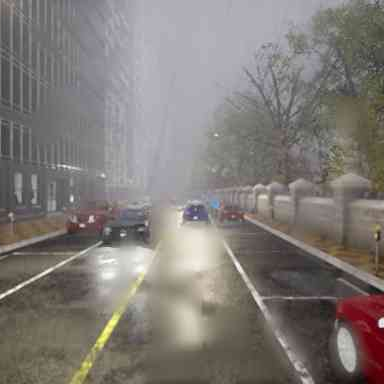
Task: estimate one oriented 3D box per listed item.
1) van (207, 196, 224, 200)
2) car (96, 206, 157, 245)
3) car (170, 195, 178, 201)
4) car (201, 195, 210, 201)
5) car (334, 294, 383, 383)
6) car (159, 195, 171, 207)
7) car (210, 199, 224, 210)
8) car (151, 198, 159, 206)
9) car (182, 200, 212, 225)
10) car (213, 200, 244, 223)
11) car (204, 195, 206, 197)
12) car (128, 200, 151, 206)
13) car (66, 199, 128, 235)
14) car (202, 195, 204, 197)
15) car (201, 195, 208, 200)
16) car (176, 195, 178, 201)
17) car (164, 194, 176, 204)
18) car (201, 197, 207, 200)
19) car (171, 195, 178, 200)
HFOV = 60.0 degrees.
[{"bbox_3d":[3.166,1.366,42.080,1.690,1.788,3.998,0,0,1],"label":"van"},{"bbox_3d":[-2.770,1.572,15.562,1.994,1.385,4.181,0,0,1],"label":"car"},{"bbox_3d":[-4.722,1.563,86.275,1.752,1.417,4.829,0,0,0],"label":"car"},{"bbox_3d":[3.444,1.590,87.036,2.008,1.369,4.403,0,0,0],"label":"car"},{"bbox_3d":[2.711,1.547,2.629,1.887,1.381,4.507,0,0,0],"label":"car"},{"bbox_3d":[-4.843,1.579,52.590,2.008,1.369,4.403,0,0,1],"label":"car"},{"bbox_3d":[2.967,1.584,30.832,1.947,1.339,4.313,0,0,1],"label":"car"},{"bbox_3d":[-5.120,1.570,35.696,2.008,1.369,4.403,0,0,1],"label":"car"},{"bbox_3d":[0.269,1.539,24.105,1.812,1.442,4.674,0,0,1],"label":"car"},{"bbox_3d":[2.885,1.560,25.191,1.887,1.381,4.507,0,0,1],"label":"car"},{"bbox_3d":[3.395,1.615,58.932,1.802,1.307,4.206,0,0,1],"label":"car"},{"bbox_3d":[-5.216,1.567,30.076,2.008,1.369,4.403,0,0,1],"label":"car"},{"bbox_3d":[-5.361,1.325,18.832,2.192,1.841,5.009,0,0,0],"label":"car"},{"bbox_3d":[3.437,1.586,64.551,2.008,1.369,4.403,0,0,0],"label":"car"},{"bbox_3d":[3.405,1.564,92.831,1.752,1.417,4.829,0,0,-1],"label":"car"},{"bbox_3d":[-4.698,1.561,74.983,1.752,1.417,4.829,0,0,0],"label":"car"},{"bbox_3d":[-4.737,1.348,63.870,2.192,1.841,5.009,0,0,1],"label":"car"},{"bbox_3d":[0.548,1.624,41.495,1.895,1.301,4.718,0,0,1],"label":"car"},{"bbox_3d":[-4.760,1.582,92.088,1.887,1.381,4.507,0,0,0],"label":"car"}]
